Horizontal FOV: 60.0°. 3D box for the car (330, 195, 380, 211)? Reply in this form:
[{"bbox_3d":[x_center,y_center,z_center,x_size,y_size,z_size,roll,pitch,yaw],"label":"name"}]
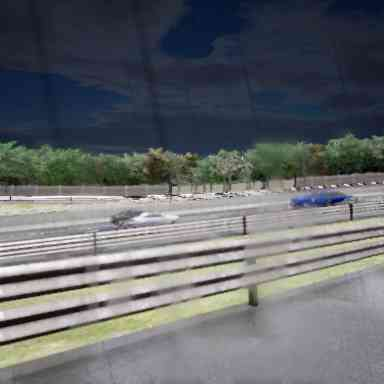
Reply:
[{"bbox_3d":[17.063,1.249,34.241,4.718,1.301,1.895,-4,2,-23],"label":"car"}]

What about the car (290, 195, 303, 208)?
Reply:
[{"bbox_3d":[14.351,1.064,40.692,5.008,1.535,1.882,-4,2,-23],"label":"car"}]

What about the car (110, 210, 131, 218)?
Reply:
[{"bbox_3d":[-5.546,2.492,32.422,4.892,1.490,1.837,-4,2,-23],"label":"car"}]

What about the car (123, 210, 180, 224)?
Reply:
[{"bbox_3d":[-3.371,2.508,29.537,4.674,1.442,1.812,-4,2,-23],"label":"car"}]

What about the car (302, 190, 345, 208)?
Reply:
[{"bbox_3d":[15.710,0.829,37.464,5.566,2.045,2.150,-4,2,-23],"label":"car"}]

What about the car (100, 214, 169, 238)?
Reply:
[{"bbox_3d":[-4.482,2.780,25.285,4.718,1.301,1.895,-4,2,-23],"label":"car"}]
